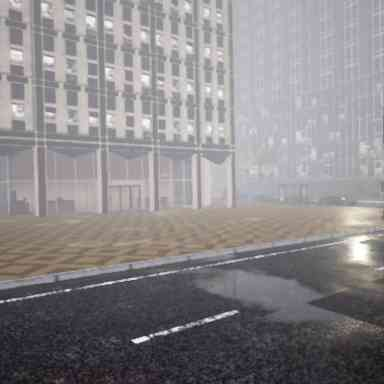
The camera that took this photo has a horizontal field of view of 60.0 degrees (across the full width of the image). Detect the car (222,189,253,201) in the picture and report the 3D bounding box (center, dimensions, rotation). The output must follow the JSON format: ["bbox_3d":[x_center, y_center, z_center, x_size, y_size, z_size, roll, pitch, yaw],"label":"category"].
[{"bbox_3d":[7.628,0.449,59.456,2.150,2.045,5.566,-2,2,-34],"label":"car"}]

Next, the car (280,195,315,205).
[{"bbox_3d":[14.398,1.027,44.672,1.802,1.307,4.206,-1,1,-34],"label":"car"}]

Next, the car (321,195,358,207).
[{"bbox_3d":[17.584,1.064,39.963,1.947,1.339,4.313,-1,1,-34],"label":"car"}]

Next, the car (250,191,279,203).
[{"bbox_3d":[11.247,0.958,49.401,1.947,1.339,4.313,-1,1,-34],"label":"car"}]

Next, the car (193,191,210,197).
[{"bbox_3d":[2.216,0.491,77.631,1.802,1.307,4.206,-1,1,-34],"label":"car"}]
